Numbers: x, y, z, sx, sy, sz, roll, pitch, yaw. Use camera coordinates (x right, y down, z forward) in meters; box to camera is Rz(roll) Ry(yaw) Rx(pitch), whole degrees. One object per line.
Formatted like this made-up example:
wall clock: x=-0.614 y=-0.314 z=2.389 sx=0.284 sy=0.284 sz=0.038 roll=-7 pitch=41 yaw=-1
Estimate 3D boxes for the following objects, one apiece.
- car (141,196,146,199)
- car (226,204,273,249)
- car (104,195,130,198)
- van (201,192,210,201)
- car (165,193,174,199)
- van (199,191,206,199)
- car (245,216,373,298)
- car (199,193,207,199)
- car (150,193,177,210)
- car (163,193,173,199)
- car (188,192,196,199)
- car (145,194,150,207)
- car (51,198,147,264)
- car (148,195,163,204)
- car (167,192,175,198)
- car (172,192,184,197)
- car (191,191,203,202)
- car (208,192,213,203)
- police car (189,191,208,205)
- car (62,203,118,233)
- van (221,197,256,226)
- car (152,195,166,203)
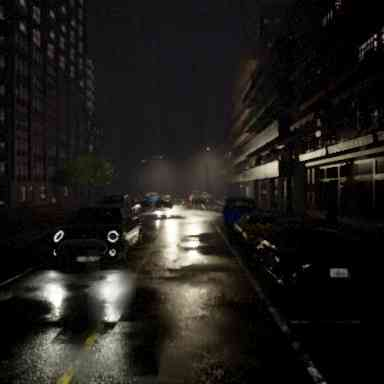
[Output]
car: x=-5.699 y=1.319 z=30.245 sx=2.008 sy=1.369 sz=4.403 roll=0 pitch=0 yaw=0
car: x=2.685 y=1.415 z=13.847 sx=1.752 sy=1.417 sz=4.829 roll=0 pitch=0 yaw=0
car: x=-5.698 y=1.123 z=24.719 sx=2.192 sy=1.841 sz=5.009 roll=0 pitch=0 yaw=0
van: x=2.673 y=0.842 z=68.903 sx=1.690 sy=1.788 sz=3.998 roll=0 pitch=0 yaw=0
car: x=-5.711 y=0.949 z=85.472 sx=2.008 sy=1.369 sz=4.403 roll=0 pitch=0 yaw=0
van: x=2.670 y=0.740 z=85.471 sx=1.690 sy=1.788 sz=3.998 roll=0 pitch=0 yaw=0
car: x=2.687 y=1.500 z=8.155 sx=1.947 sy=1.339 sz=4.313 roll=0 pitch=0 yaw=0
car: x=2.672 y=0.977 z=79.949 sx=1.887 sy=1.381 sz=4.507 roll=0 pitch=0 yaw=0
car: x=-3.102 y=1.208 z=37.428 sx=2.128 sy=1.511 sz=4.902 roll=0 pitch=0 yaw=0
car: x=-5.709 y=0.983 z=79.948 sx=2.008 sy=1.369 sz=4.403 roll=0 pitch=0 yaw=0
car: x=-0.016 y=0.791 z=80.868 sx=1.837 sy=1.490 sz=4.892 roll=0 pitch=0 yaw=0
car: x=-5.701 y=1.240 z=41.290 sx=2.008 sy=1.369 sz=4.403 roll=0 pitch=0 yaw=0
car: x=-3.048 y=1.259 z=11.486 sx=2.097 sy=1.767 sz=4.553 roll=0 pitch=1 yaw=0
car: x=-5.704 y=1.156 z=52.335 sx=1.887 sy=1.381 sz=4.507 roll=0 pitch=0 yaw=0
car: x=-5.712 y=0.805 z=90.994 sx=1.967 sy=1.590 sz=4.097 roll=0 pitch=0 yaw=0
car: x=-3.016 y=0.682 z=78.743 sx=1.882 sy=1.535 sz=5.008 roll=0 pitch=0 yaw=0
car: x=0.887 y=0.756 z=64.217 sx=2.150 sy=2.045 sz=5.566 roll=0 pitch=0 yaw=0
car: x=2.676 y=1.124 z=57.859 sx=2.008 sy=1.369 sz=4.403 roll=0 pitch=0 yaw=0
police car: x=0.890 y=1.065 z=48.298 sx=1.930 sy=1.638 sz=5.238 roll=0 pitch=0 yaw=0
car: x=-5.697 y=1.415 z=19.200 sx=1.947 sy=1.339 sz=4.313 roll=0 pitch=0 yaw=0
van: x=2.684 y=1.190 z=19.199 sx=1.690 sy=1.788 sz=3.998 roll=0 pitch=0 yaw=0
car: x=-5.705 y=1.139 z=57.858 sx=1.947 sy=1.339 sz=4.313 roll=0 pitch=0 yaw=0
